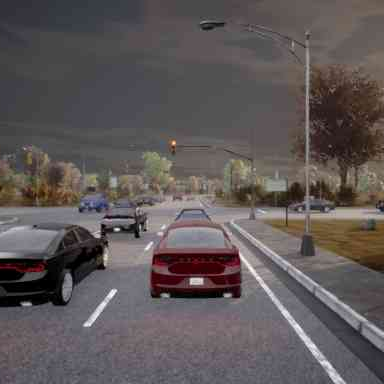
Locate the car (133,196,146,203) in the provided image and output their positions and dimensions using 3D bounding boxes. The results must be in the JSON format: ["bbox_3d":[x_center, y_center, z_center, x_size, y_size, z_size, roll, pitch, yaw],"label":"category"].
[{"bbox_3d":[-10.709,1.506,67.971,1.837,1.490,4.892,0,0,0],"label":"car"}]

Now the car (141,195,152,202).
[{"bbox_3d":[-10.735,1.478,78.477,1.882,1.535,5.008,0,0,0],"label":"car"}]

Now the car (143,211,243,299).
[{"bbox_3d":[0.077,1.478,8.542,1.882,1.535,5.008,0,0,0],"label":"car"}]

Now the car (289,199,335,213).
[{"bbox_3d":[13.272,1.505,36.935,4.892,1.490,1.837,0,0,3],"label":"car"}]

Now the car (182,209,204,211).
[{"bbox_3d":[0.051,1.564,17.531,1.994,1.385,4.181,0,0,0],"label":"car"}]

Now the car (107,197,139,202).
[{"bbox_3d":[-7.202,1.564,35.162,1.994,1.385,4.181,0,0,0],"label":"car"}]

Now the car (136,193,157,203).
[{"bbox_3d":[-7.244,1.220,52.489,2.150,2.045,5.566,0,0,0],"label":"car"}]

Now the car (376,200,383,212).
[{"bbox_3d":[23.269,1.212,36.422,5.566,2.045,2.150,0,0,3],"label":"car"}]

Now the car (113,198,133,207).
[{"bbox_3d":[-10.832,1.601,52.650,1.895,1.301,4.718,0,0,3],"label":"car"}]

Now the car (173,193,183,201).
[{"bbox_3d":[-3.751,1.218,85.368,2.150,2.045,5.566,0,0,0],"label":"car"}]

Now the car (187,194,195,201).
[{"bbox_3d":[-0.252,1.348,85.735,2.097,1.767,4.553,0,0,0],"label":"car"}]

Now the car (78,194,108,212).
[{"bbox_3d":[-10.707,1.221,36.596,2.150,2.045,5.566,0,0,0],"label":"car"}]

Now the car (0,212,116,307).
[{"bbox_3d":[-3.421,1.478,8.065,1.882,1.535,5.008,0,0,0],"label":"car"}]

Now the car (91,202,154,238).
[{"bbox_3d":[-3.443,1.492,17.552,2.128,1.511,4.902,0,0,-1],"label":"car"}]

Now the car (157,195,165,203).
[{"bbox_3d":[-7.214,1.351,67.701,2.097,1.767,4.553,0,0,0],"label":"car"}]
